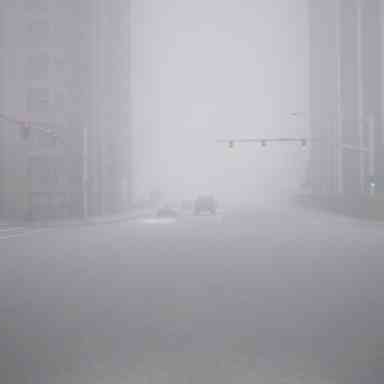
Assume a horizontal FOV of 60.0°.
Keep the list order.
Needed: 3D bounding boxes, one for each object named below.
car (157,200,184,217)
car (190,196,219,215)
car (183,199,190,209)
[{"bbox_3d":[-2.388,1.874,35.279,1.895,1.301,4.718,-1,0,7],"label":"car"},{"bbox_3d":[1.534,1.469,38.362,2.150,2.045,5.566,-1,0,8],"label":"car"},{"bbox_3d":[-0.731,1.850,48.475,1.837,1.490,4.892,-1,-1,8],"label":"car"}]
